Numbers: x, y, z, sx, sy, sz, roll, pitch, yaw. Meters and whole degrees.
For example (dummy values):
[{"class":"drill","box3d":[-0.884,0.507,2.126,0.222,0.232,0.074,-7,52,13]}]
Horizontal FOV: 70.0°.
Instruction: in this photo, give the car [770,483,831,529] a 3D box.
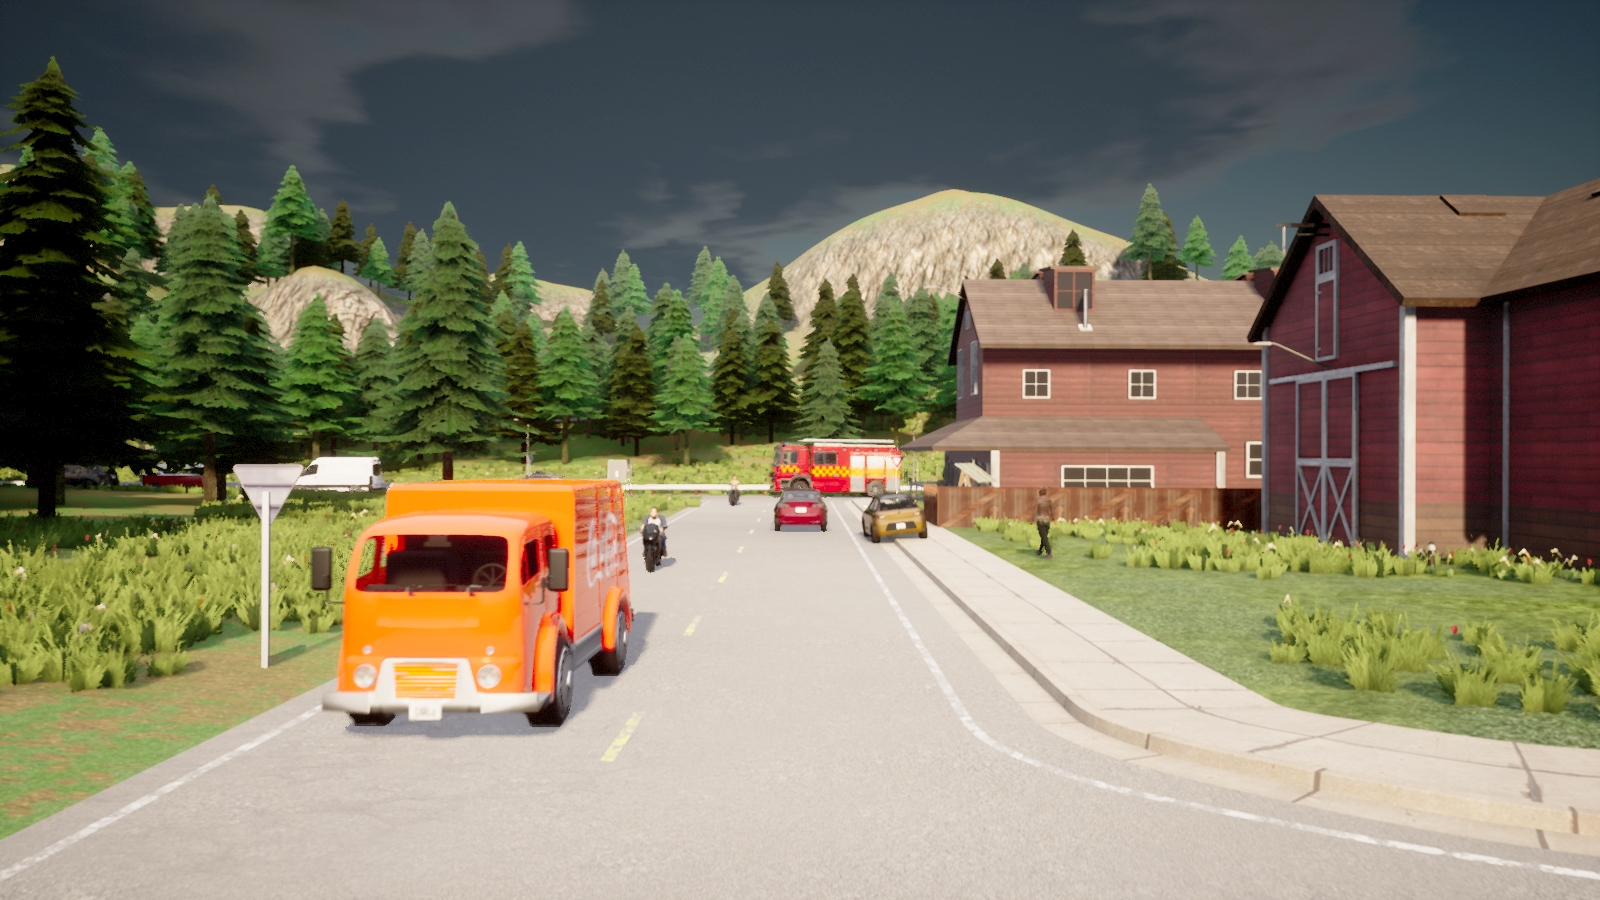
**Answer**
[{"class":"car","box3d":[0.031,2.045,42.951,2.163,1.488,4.792,0,0,0]}]

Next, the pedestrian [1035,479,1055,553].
[{"class":"pedestrian","box3d":[6.185,1.661,28.868,0.375,1.860,0.375,0,0,-10]}]

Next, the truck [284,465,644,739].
[{"class":"truck","box3d":[-3.487,1.450,13.234,2.627,2.467,5.204,0,0,0]}]

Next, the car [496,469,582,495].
[{"class":"car","box3d":[-17.349,2.111,76.148,5.238,1.638,2.097,0,0,0]}]

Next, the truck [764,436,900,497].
[{"class":"truck","box3d":[2.057,1.089,75.130,8.468,3.827,2.891,1,-1,-10]}]
